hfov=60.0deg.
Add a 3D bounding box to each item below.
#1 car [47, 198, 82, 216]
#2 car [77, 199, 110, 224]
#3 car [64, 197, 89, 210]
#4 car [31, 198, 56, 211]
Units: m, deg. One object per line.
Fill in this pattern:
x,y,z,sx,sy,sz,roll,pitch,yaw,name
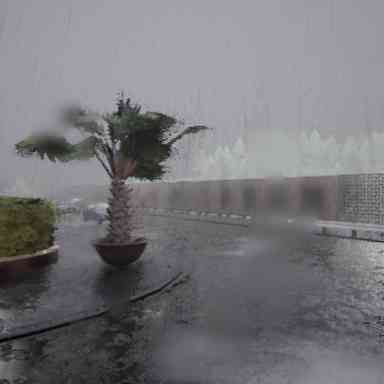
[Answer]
-12.351,1.525,32.423,1.994,1.385,4.181,0,0,-36,car
-6.554,1.487,24.344,1.812,1.442,4.674,0,0,-36,car
-15.253,1.468,43.693,1.812,1.442,4.674,0,0,-36,car
-18.124,1.525,40.534,1.994,1.385,4.181,0,0,-35,car
